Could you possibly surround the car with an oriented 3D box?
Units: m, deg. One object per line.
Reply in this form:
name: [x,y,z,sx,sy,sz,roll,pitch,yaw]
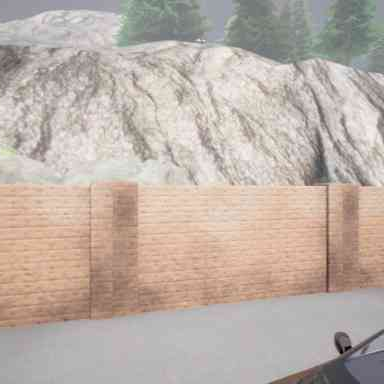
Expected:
car: [2.148,1.492,1.920,4.902,1.511,2.128,0,0,-18]
